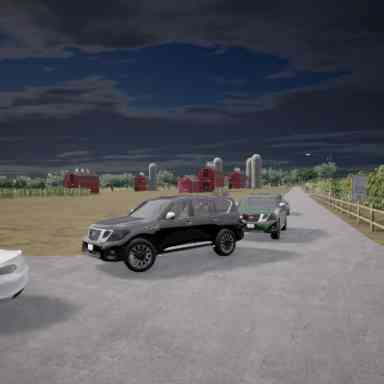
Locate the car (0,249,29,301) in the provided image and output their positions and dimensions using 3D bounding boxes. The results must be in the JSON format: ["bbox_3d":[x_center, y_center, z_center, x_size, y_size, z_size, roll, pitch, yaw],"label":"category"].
[{"bbox_3d":[-5.570,1.617,6.042,4.674,1.442,1.812,-2,1,-18],"label":"car"}]

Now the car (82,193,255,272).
[{"bbox_3d":[-0.676,1.143,10.947,5.566,2.045,2.150,-1,1,-39],"label":"car"}]

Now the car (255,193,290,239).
[{"bbox_3d":[3.496,1.070,16.805,2.150,2.045,5.566,0,0,21],"label":"car"}]

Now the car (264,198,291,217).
[{"bbox_3d":[7.524,1.290,29.001,1.994,1.385,4.181,0,1,18],"label":"car"}]
